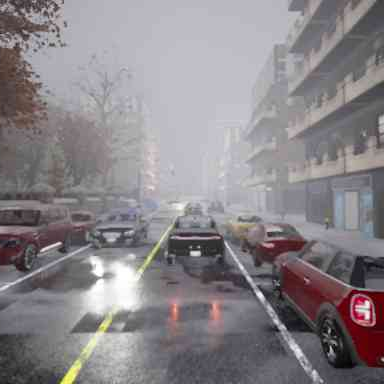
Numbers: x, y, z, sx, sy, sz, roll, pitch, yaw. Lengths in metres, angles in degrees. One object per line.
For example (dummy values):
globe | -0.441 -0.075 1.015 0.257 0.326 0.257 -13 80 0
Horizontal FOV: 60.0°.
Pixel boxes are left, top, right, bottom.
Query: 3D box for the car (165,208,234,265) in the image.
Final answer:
car | 0.104 1.562 11.953 2.128 1.511 4.902 0 0 0

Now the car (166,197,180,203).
car | -2.934 1.484 55.941 2.033 1.411 5.357 0 0 0

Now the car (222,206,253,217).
car | 2.724 1.625 17.001 1.752 1.417 4.829 1 0 0

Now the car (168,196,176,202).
car | -5.565 1.995 93.689 1.967 1.590 4.097 1 0 0

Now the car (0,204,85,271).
car | -5.659 1.382 11.319 2.192 1.841 5.009 1 0 0

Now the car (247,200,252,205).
car | 13.725 2.014 70.565 4.097 1.590 1.967 0 -2 1

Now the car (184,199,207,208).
car | 0.140 1.745 33.601 2.033 1.411 5.357 0 0 0

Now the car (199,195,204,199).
car | 2.800 2.052 82.393 1.947 1.339 4.313 1 0 0

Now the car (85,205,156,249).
car | -3.082 1.581 15.169 2.128 1.511 4.902 0 0 0

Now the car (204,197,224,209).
car | 2.720 1.669 38.925 1.967 1.590 4.097 1 0 0

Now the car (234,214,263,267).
car | 2.716 1.649 11.308 1.802 1.307 4.206 1 0 0

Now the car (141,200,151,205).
car | -5.621 1.763 33.411 1.947 1.339 4.313 1 0 0

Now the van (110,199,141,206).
van | -5.649 1.506 27.889 1.690 1.788 3.998 1 0 0

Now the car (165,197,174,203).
car | -5.579 2.011 82.233 1.752 1.417 4.829 1 0 0

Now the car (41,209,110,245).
car | -5.657 1.644 16.841 1.887 1.381 4.507 1 0 0

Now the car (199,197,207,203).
car | 2.806 2.071 88.036 2.008 1.369 4.403 1 0 0

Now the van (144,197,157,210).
van | -5.587 1.603 44.460 1.690 1.788 3.998 1 0 0

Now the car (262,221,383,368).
car | 2.712 1.475 5.786 1.967 1.590 4.097 1 0 0
